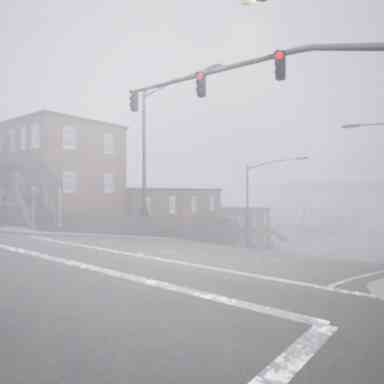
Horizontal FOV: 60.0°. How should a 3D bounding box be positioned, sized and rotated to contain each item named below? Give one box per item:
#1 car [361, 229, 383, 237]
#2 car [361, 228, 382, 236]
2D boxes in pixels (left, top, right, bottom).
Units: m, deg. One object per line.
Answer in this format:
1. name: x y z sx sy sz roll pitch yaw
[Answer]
1. car: 41.062 9.259 76.064 2.038 1.542 4.974 0 0 -8
2. car: 41.054 9.101 76.115 1.853 1.218 4.536 0 0 -8
